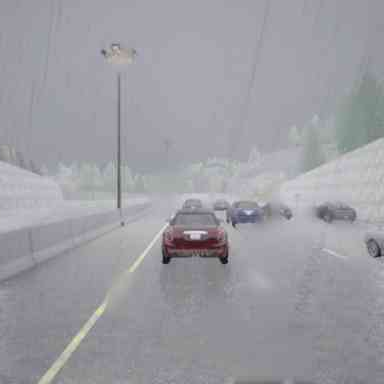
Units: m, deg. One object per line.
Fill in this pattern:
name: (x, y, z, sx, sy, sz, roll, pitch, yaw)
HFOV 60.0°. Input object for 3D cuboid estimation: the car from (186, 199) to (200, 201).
car: (0.104, 1.408, 30.576, 2.097, 1.767, 4.553, 0, 0, 0)

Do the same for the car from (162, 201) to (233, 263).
car: (0.102, 1.375, 12.206, 2.097, 1.767, 4.553, 0, 0, 0)

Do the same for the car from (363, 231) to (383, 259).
car: (7.101, 1.619, 9.872, 1.895, 1.301, 4.718, 0, 0, 0)

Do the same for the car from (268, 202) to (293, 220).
car: (7.104, 1.600, 28.718, 2.033, 1.411, 5.357, 0, 0, 0)

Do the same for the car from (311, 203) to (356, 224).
car: (10.602, 1.538, 25.271, 2.128, 1.511, 4.902, 0, 0, 0)

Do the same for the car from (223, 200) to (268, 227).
car: (3.603, 1.395, 23.297, 2.097, 1.767, 4.553, 0, 0, 0)
